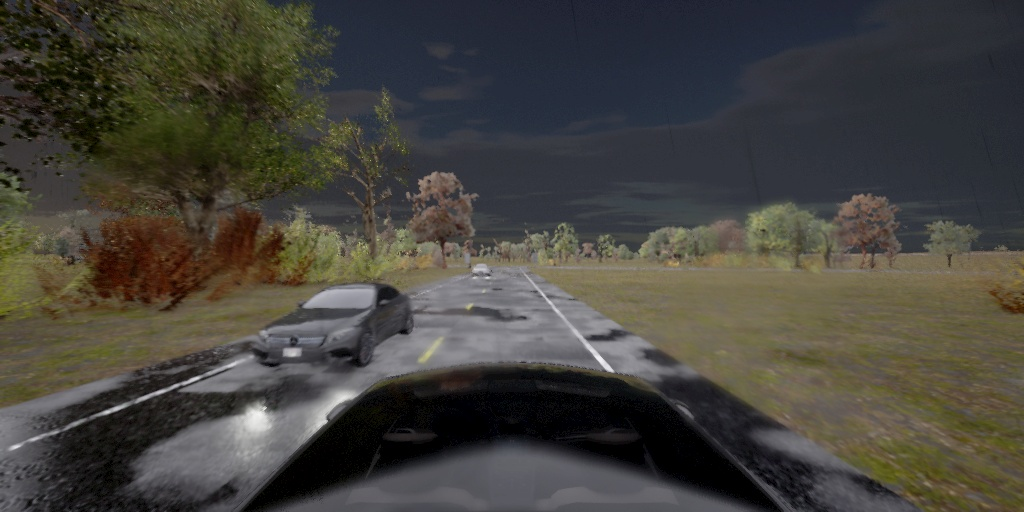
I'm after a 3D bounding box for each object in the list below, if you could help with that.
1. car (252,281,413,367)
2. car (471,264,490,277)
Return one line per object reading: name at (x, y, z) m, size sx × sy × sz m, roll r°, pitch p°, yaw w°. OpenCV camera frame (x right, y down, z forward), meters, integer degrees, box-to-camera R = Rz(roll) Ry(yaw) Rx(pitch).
car at (-3.590, 1.338, 8.184) m, size 1.812 × 1.442 × 4.674 m, roll 0°, pitch -1°, yaw 0°
car at (-3.593, 1.658, 42.230) m, size 1.812 × 1.442 × 4.674 m, roll 0°, pitch 0°, yaw 0°
